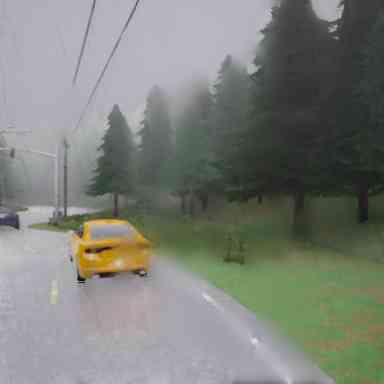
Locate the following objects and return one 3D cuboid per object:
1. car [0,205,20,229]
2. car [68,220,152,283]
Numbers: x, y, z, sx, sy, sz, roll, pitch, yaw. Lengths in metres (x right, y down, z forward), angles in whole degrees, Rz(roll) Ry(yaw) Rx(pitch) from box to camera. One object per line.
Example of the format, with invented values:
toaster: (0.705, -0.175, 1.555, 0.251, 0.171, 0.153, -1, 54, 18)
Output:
car: (-13.619, 1.665, 23.450, 2.097, 1.767, 4.553, 1, -1, -37)
car: (-2.713, 1.607, 10.354, 1.882, 1.535, 5.008, 0, -1, -23)
